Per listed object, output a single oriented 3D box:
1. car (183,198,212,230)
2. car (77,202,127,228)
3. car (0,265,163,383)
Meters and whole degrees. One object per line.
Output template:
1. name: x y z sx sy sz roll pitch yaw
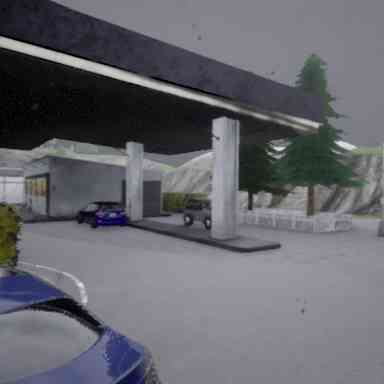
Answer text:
1. car: 1.035 1.370 21.922 1.905 1.878 3.866 0 0 -35
2. car: -6.088 1.452 22.308 2.242 1.667 4.611 0 0 -35
3. car: -2.373 1.483 3.231 4.674 1.442 1.812 1 0 33
